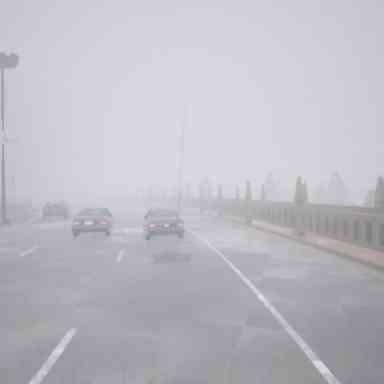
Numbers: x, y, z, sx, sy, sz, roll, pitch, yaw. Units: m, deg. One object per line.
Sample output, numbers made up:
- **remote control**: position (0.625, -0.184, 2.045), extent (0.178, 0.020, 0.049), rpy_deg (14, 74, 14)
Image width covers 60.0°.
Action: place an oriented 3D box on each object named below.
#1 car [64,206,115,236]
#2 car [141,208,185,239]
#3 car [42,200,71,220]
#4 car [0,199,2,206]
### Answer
- **car**: position (-5.292, 1.514, 18.175), extent (2.033, 1.411, 5.357), rpy_deg (0, 0, -11)
- **car**: position (-1.553, 1.506, 17.100), extent (2.033, 1.411, 5.357), rpy_deg (0, 0, -10)
- **car**: position (-11.416, 1.450, 28.201), extent (2.128, 1.511, 4.902), rpy_deg (0, 0, -16)
- **car**: position (-23.911, 1.512, 40.516), extent (2.033, 1.411, 5.357), rpy_deg (0, 0, -26)
